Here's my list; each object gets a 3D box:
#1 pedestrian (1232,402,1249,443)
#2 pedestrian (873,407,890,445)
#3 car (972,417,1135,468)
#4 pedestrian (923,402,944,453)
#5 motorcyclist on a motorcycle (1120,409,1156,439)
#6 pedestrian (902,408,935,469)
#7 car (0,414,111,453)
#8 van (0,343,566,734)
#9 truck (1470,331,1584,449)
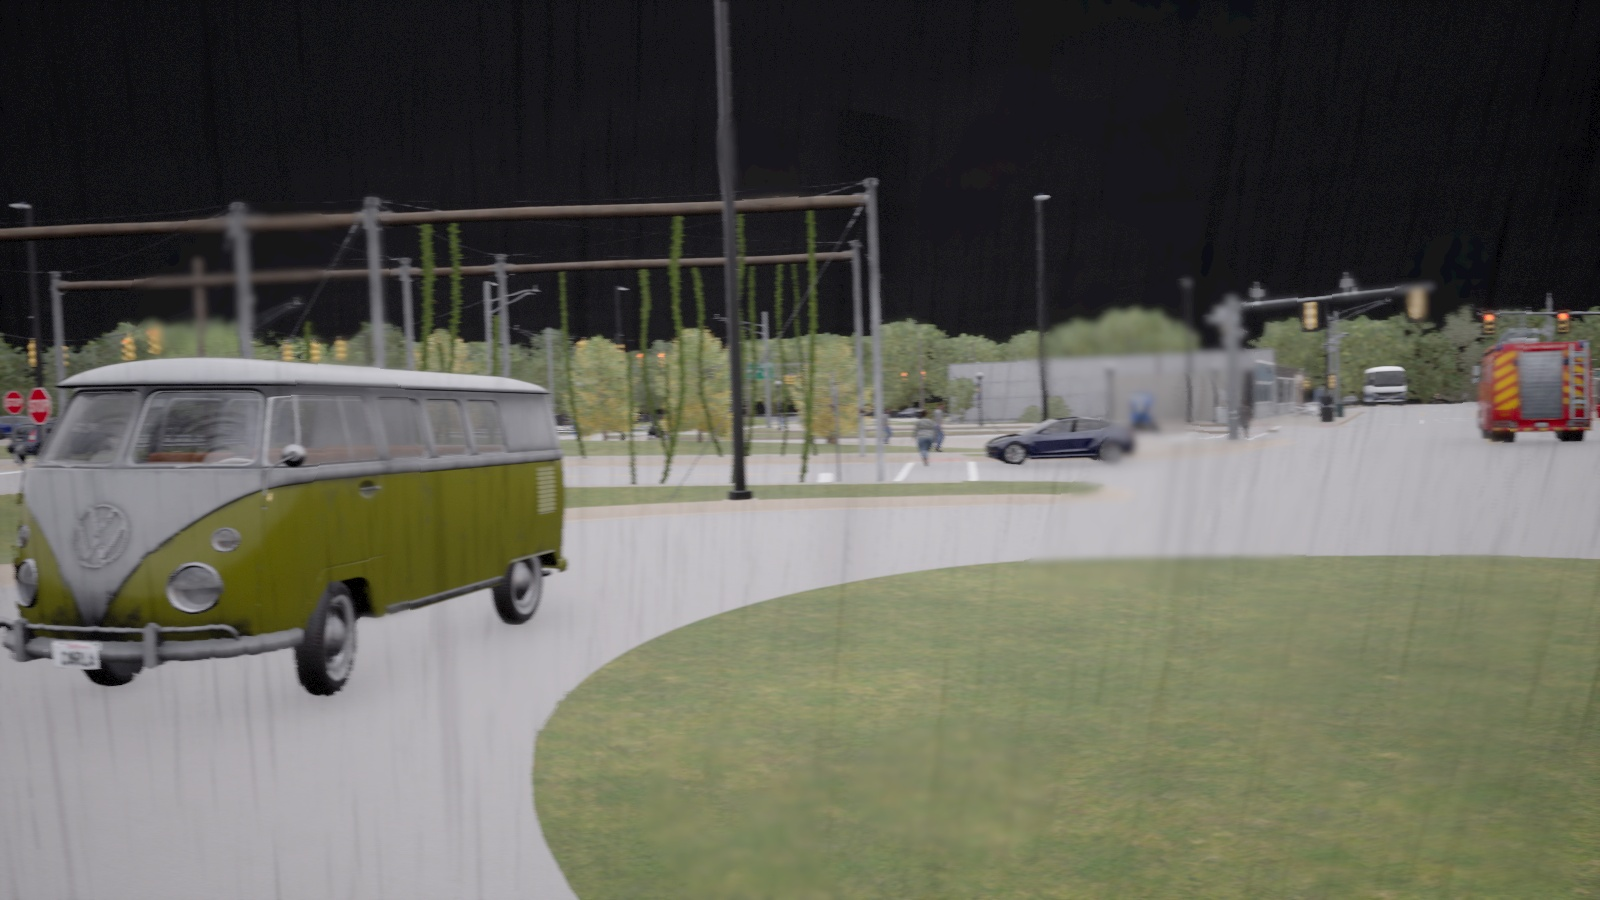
[{"bbox_3d":[21.290,-1.328,60.710,0.659,1.952,0.873,0,3,26],"label":"pedestrian"},{"bbox_3d":[4.052,-1.179,62.206,0.706,1.836,0.354,-1,3,23],"label":"pedestrian"},{"bbox_3d":[8.094,-0.265,40.398,4.792,1.488,2.163,-1,3,0],"label":"car"},{"bbox_3d":[4.893,-0.820,46.052,0.706,1.836,0.354,-2,3,-1],"label":"pedestrian"},{"bbox_3d":[18.413,-1.433,68.374,1.817,1.590,0.866,1,3,21],"label":"motorcyclist on a motorcycle"},{"bbox_3d":[3.712,-0.380,39.415,0.874,1.855,0.900,-2,3,-4],"label":"pedestrian"},{"bbox_3d":[-32.599,-0.741,54.875,1.851,1.617,3.988,0,1,25],"label":"car"},{"bbox_3d":[-3.343,0.385,8.726,1.775,1.987,4.442,1,2,12],"label":"van"},{"bbox_3d":[26.155,-2.060,45.517,2.891,3.827,8.468,0,1,25],"label":"truck"}]
